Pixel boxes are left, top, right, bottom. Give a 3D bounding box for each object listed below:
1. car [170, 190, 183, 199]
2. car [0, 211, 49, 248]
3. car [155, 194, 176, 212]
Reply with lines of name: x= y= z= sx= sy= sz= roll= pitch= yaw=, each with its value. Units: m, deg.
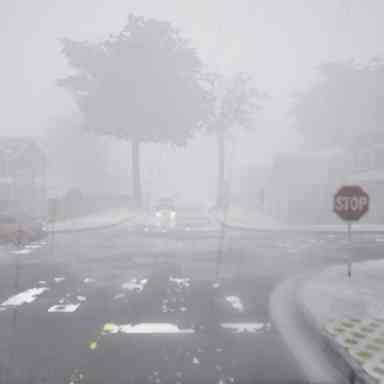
car: x=-2.752 y=0.665 z=59.648 sx=2.150 sy=2.045 sz=5.566 roll=0 pitch=0 yaw=0
car: x=-8.194 y=1.520 z=13.746 sx=4.181 sy=1.385 sz=1.994 roll=-1 pitch=1 yaw=-6
car: x=-2.749 y=1.290 z=35.483 sx=1.812 sy=1.442 sz=4.674 roll=0 pitch=1 yaw=0
